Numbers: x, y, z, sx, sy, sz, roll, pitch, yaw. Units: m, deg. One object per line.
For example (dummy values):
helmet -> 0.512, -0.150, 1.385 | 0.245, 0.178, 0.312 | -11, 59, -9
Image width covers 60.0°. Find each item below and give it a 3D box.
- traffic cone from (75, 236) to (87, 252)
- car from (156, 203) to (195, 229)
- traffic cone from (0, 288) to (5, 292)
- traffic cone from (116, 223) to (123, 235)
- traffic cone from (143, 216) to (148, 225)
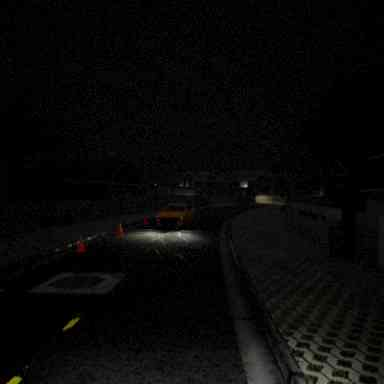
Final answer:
traffic cone -> -4.193, 1.950, 12.541 | 0.340, 0.580, 0.340 | 0, 0, 4
car -> -0.994, 1.478, 21.926 | 1.882, 1.535, 5.008 | 0, 0, 9
traffic cone -> -4.460, 1.949, 7.489 | 0.340, 0.580, 0.340 | 0, 0, 2
traffic cone -> -3.803, 1.952, 17.596 | 0.340, 0.580, 0.340 | 0, 0, 5
traffic cone -> -3.180, 1.955, 22.696 | 0.340, 0.580, 0.340 | 0, 0, 9
